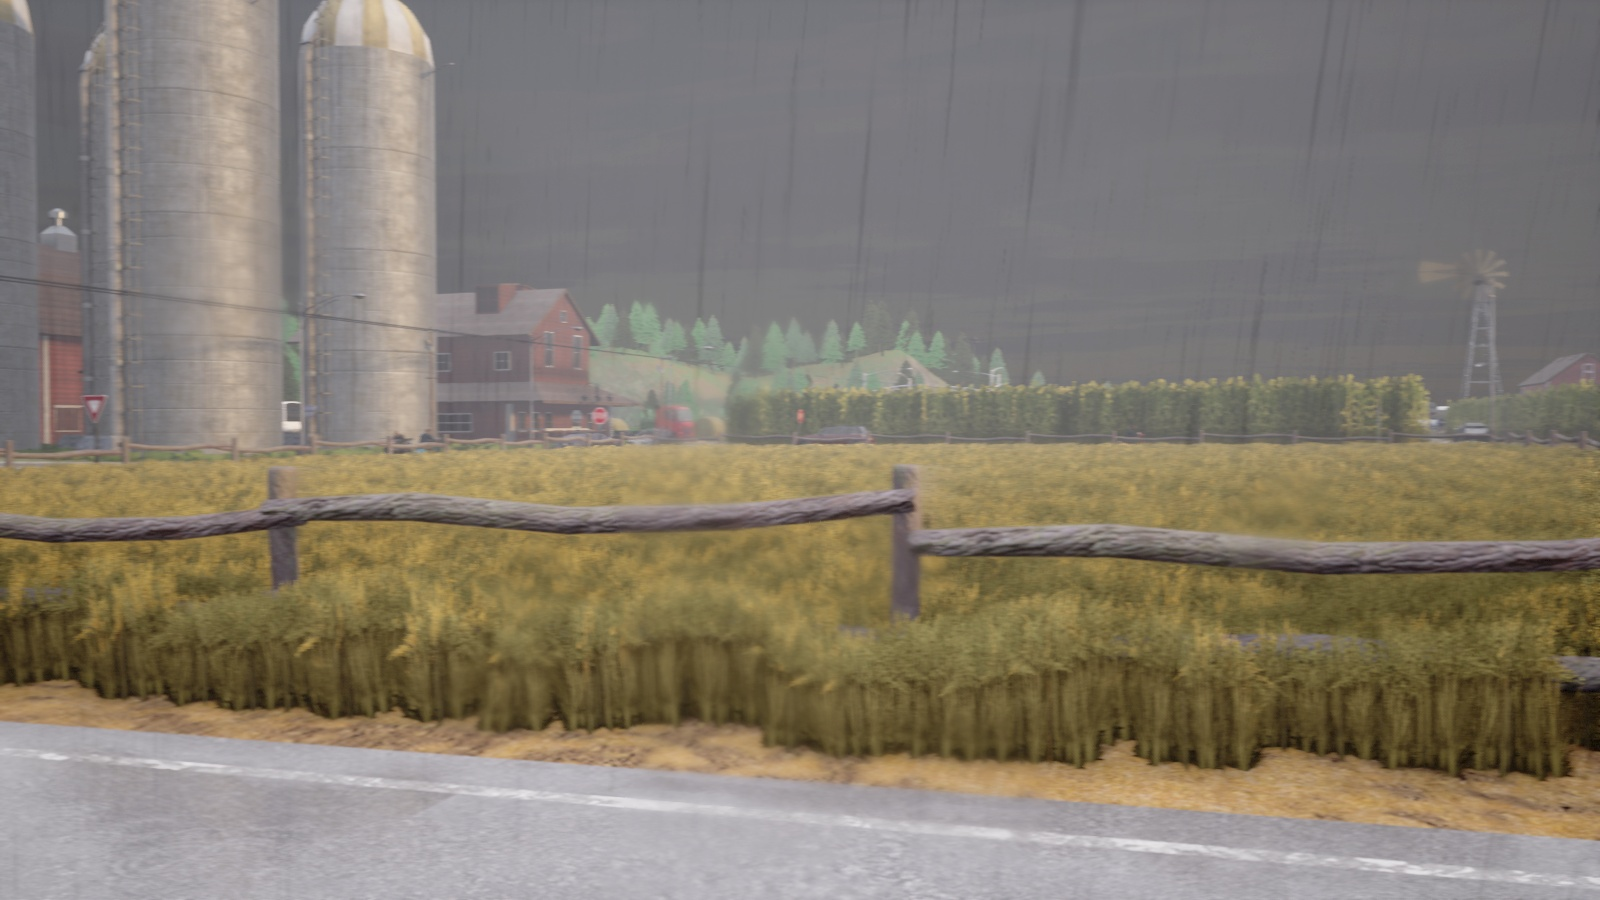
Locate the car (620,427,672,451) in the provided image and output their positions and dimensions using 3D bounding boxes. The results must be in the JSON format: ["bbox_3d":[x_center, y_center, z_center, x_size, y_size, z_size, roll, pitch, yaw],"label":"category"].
[{"bbox_3d":[-10.102,-0.739,82.565,1.970,1.475,3.806,1,1,19],"label":"car"}]

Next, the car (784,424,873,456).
[{"bbox_3d":[1.582,-0.584,70.061,4.553,1.767,2.097,1,1,19],"label":"car"}]

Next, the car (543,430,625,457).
[{"bbox_3d":[-11.545,-0.387,67.451,2.033,1.411,5.357,1,1,19],"label":"car"}]

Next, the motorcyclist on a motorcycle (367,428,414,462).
[{"bbox_3d":[-18.684,-0.237,57.326,0.866,1.530,2.191,1,1,19],"label":"motorcyclist on a motorcycle"}]
